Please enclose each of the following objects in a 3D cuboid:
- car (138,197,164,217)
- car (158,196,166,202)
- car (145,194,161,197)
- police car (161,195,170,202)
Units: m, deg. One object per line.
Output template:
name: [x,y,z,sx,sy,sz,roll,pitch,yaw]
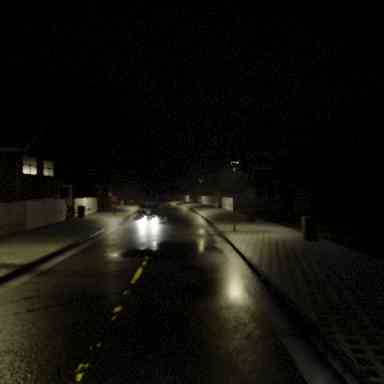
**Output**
car: [-4.008,1.520,31.630,2.128,1.511,4.902,0,0,-4]
car: [-8.337,1.807,91.945,1.882,1.535,5.008,0,0,-11]
car: [-8.569,1.581,72.888,2.128,1.511,4.902,0,0,-9]
police car: [-6.499,1.677,82.179,1.930,1.638,5.238,0,0,-10]
